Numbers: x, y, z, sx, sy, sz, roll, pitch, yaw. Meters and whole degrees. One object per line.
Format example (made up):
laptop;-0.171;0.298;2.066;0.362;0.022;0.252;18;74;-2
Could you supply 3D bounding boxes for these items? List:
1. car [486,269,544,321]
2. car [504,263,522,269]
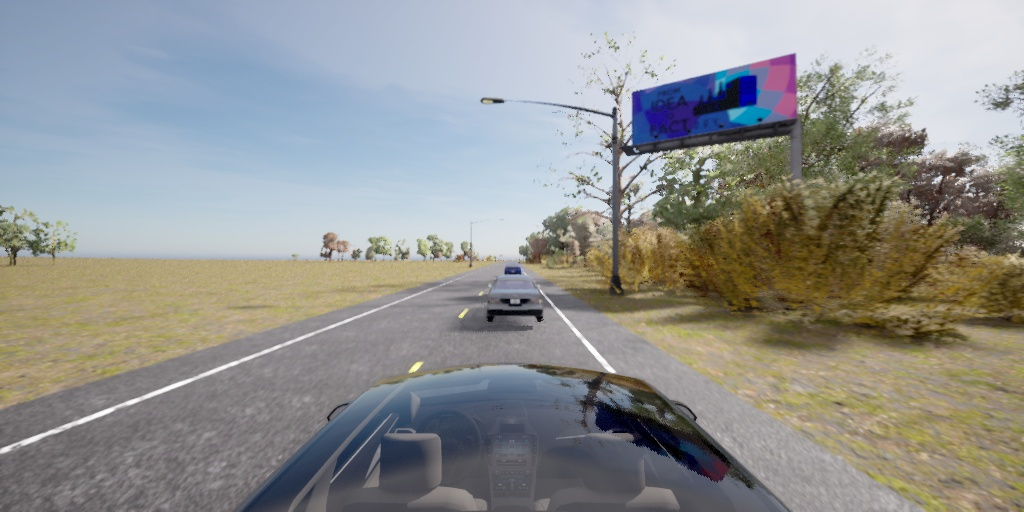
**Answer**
car;0.093;1.376;12.888;2.033;1.411;5.357;0;0;0
car;0.087;1.501;40.688;1.882;1.535;5.008;0;0;0
